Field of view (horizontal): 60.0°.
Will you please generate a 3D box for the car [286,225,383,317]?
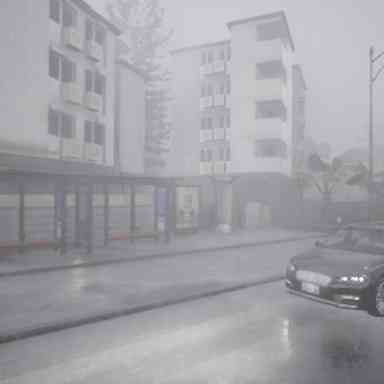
[{"bbox_3d":[4.191,1.565,7.709,4.902,1.511,2.128,1,0,-37],"label":"car"}]
